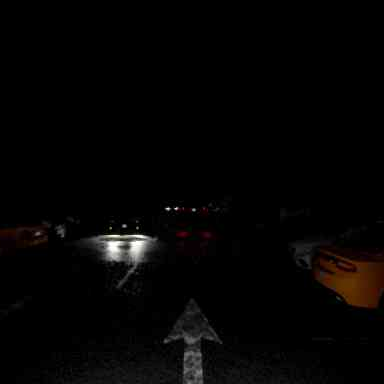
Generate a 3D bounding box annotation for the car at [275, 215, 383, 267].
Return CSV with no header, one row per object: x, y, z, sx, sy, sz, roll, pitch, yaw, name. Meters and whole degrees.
5.041,1.543,9.495,4.674,1.452,2.002,0,0,0,car

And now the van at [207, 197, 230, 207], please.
5.150,1.995,64.871,4.442,1.987,1.878,0,-1,0,van

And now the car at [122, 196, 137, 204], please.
-8.015,1.297,28.911,5.566,2.045,2.435,0,0,0,car

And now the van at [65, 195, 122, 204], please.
-8.160,1.316,26.135,4.442,1.987,1.878,0,0,0,van

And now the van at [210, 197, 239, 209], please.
5.150,1.764,53.674,4.442,1.987,1.878,0,-1,0,van

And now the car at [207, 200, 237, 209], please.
5.027,2.041,56.440,4.892,1.521,2.231,0,-1,0,car

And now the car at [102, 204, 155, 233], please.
-3.601,1.610,19.637,1.994,1.385,4.181,0,0,0,car

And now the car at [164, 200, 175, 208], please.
-3.547,2.134,61.266,1.882,1.535,5.008,0,-1,1,car

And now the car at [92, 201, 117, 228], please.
-8.040,1.576,23.358,4.674,1.452,2.002,0,0,0,car

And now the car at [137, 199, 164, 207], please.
-8.042,2.225,64.967,4.892,1.521,2.231,0,-1,0,car

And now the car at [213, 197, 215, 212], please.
4.851,1.680,37.050,5.366,1.575,1.946,0,-1,0,car

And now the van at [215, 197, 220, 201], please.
4.919,1.406,34.286,4.442,1.987,1.878,0,-1,0,van

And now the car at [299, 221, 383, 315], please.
5.033,1.496,6.600,5.008,1.535,2.097,0,0,0,car

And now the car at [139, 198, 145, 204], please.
-8.042,1.727,37.217,4.674,1.452,2.002,0,-1,0,car

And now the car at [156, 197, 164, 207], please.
-8.075,1.793,56.653,5.566,2.045,2.435,0,-1,0,car

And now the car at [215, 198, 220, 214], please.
5.041,1.581,31.512,5.008,1.535,2.097,0,-1,0,car

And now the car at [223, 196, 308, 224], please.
5.009,1.277,20.577,5.566,2.045,2.435,0,0,0,car

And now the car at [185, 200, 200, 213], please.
0.095,1.815,42.831,1.837,1.490,4.892,0,-1,0,car

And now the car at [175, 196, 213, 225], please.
0.108,1.278,24.513,2.150,2.045,5.566,0,0,0,car

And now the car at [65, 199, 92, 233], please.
-8.073,1.397,17.806,4.553,1.767,2.185,0,0,0,car

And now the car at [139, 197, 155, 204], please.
-8.040,1.840,45.545,5.008,1.535,2.097,0,-1,0,car

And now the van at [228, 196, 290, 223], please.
5.153,1.315,25.992,4.442,1.987,1.878,0,0,0,van

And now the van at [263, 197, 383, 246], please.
5.155,1.283,12.266,4.442,1.987,1.878,0,0,0,van

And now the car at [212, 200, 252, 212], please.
5.029,1.786,42.590,4.892,1.521,2.231,0,-1,0,car

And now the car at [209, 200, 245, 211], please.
5.029,1.889,48.255,5.008,1.535,2.097,0,-1,0,car

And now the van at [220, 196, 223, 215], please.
4.920,1.322,28.895,4.442,1.987,1.878,0,-1,0,van

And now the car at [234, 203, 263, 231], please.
5.032,1.522,17.681,5.008,1.535,2.097,0,0,0,car

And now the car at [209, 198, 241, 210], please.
5.002,1.813,50.903,4.553,1.767,2.185,0,-1,0,car

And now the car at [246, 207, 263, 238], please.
5.036,1.555,14.910,4.674,1.452,2.002,0,0,0,car

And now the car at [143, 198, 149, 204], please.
-8.075,1.767,39.995,4.792,1.488,2.163,0,-1,0,car

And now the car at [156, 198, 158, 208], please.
-8.043,1.982,51.096,4.674,1.452,2.002,0,-1,0,car

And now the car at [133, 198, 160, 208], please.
-8.016,1.973,59.422,4.553,1.767,2.185,0,-1,0,car

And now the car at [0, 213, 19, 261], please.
-8.047,1.504,9.477,4.892,1.521,2.231,0,0,0,car

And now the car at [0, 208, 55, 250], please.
-8.227,1.506,12.253,5.366,1.575,1.946,0,0,0,car

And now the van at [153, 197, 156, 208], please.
-7.929,1.665,48.325,4.442,1.987,1.878,0,-1,0,van

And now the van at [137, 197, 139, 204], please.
-8.161,1.410,34.447,4.442,1.987,1.878,0,-1,0,van

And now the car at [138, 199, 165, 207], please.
-8.233,2.295,67.735,5.366,1.575,1.946,0,-1,0,car

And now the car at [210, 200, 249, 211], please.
5.029,1.836,45.360,5.008,1.535,2.097,0,-1,0,car

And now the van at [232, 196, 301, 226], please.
5.154,1.309,23.347,4.442,1.987,1.878,0,0,0,van

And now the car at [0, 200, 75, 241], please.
-8.073,1.390,15.030,4.553,1.767,2.185,0,0,0,car

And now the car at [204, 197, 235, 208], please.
5.060,1.899,61.980,5.566,2.045,2.435,0,-1,0,car

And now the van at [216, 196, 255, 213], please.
5.152,1.508,39.825,4.442,1.987,1.878,0,-1,0,van
